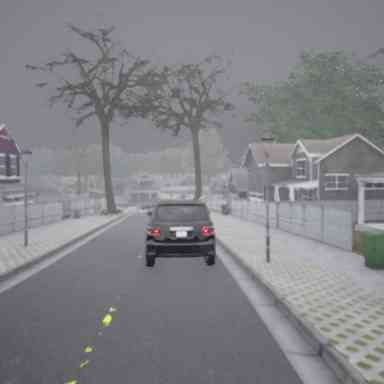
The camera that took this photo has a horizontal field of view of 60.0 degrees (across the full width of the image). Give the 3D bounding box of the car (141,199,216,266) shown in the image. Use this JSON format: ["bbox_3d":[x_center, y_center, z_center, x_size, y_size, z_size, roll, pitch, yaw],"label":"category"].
[{"bbox_3d":[-0.461,1.272,11.968,2.150,2.045,5.566,0,0,-4],"label":"car"}]

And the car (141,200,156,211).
[{"bbox_3d":[-6.298,1.915,48.471,1.994,1.385,4.181,0,-1,-4],"label":"car"}]

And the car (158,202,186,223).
[{"bbox_3d":[-1.722,1.642,28.107,2.128,1.511,4.902,0,0,-4],"label":"car"}]
